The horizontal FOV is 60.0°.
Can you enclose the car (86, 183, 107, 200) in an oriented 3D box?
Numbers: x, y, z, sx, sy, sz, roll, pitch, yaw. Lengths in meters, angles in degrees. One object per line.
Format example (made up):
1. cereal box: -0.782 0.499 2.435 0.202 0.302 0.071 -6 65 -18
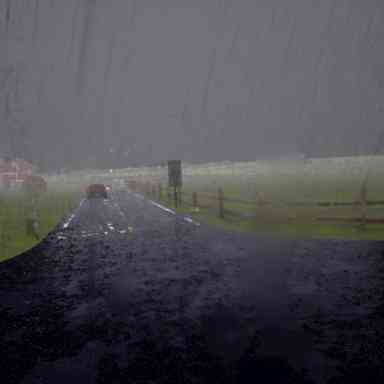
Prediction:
1. car: -9.742 -0.094 34.076 1.882 1.535 5.008 -4 4 -16
